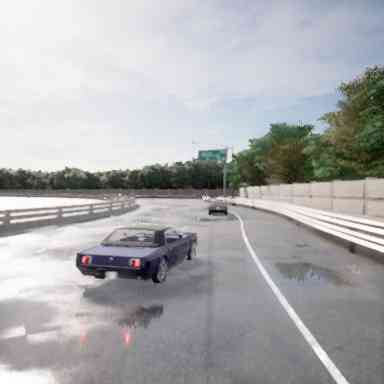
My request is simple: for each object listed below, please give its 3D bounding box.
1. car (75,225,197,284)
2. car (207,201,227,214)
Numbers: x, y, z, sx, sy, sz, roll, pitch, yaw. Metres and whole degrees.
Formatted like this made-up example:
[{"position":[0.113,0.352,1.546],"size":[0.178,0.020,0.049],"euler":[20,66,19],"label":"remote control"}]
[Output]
[{"position":[-1.239,1.605,9.706],"size":[1.895,1.301,4.718],"euler":[0,0,15],"label":"car"},{"position":[2.690,1.614,35.730],"size":[1.994,1.385,4.181],"euler":[0,0,1],"label":"car"}]
